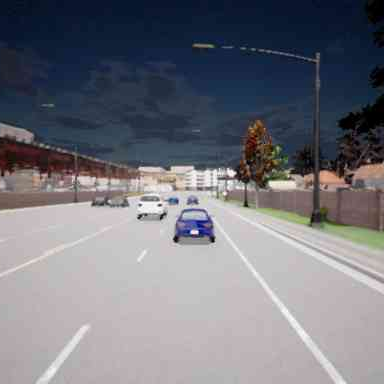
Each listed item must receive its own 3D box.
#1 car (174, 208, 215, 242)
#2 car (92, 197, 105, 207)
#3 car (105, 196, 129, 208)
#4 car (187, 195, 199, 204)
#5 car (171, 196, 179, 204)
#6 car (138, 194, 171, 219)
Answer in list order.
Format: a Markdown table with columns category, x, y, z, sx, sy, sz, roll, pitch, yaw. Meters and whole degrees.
| category | x | y | z | sx | sy | sz | roll | pitch | yaw |
| --- | --- | --- | --- | --- | --- | --- | --- | --- | --- |
| car | 0.105 | 1.525 | 16.336 | 1.812 | 1.442 | 4.674 | 0 | 0 | 0 |
| car | -13.962 | 1.457 | 51.022 | 1.882 | 1.535 | 5.008 | 0 | 0 | -3 |
| car | -10.504 | 1.336 | 47.954 | 2.097 | 1.767 | 4.553 | 0 | 0 | 1 |
| car | 0.142 | 1.355 | 61.908 | 2.097 | 1.767 | 4.553 | 0 | 0 | 0 |
| car | -3.357 | 1.475 | 61.852 | 1.882 | 1.535 | 5.008 | 0 | 0 | 0 |
| car | -3.384 | 1.218 | 29.236 | 2.150 | 2.045 | 5.566 | 0 | 0 | 0 |
